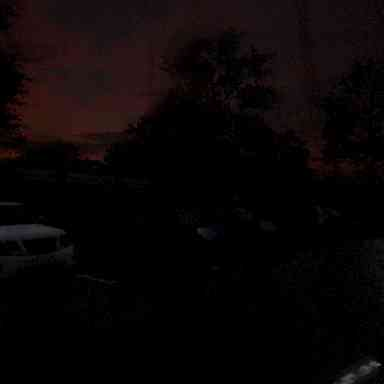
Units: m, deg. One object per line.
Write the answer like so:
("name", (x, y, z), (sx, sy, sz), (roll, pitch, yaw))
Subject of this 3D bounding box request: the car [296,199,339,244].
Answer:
("car", (4.264, 1.350, 16.019), (4.553, 1.767, 2.185), (-1, 0, 34))

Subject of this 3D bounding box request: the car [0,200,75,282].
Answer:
("car", (-5.579, 1.235, 9.009), (5.566, 2.045, 2.435), (-1, -1, 34))

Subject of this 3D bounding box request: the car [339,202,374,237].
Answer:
("car", (6.698, 1.474, 17.798), (4.892, 1.521, 2.231), (-1, -1, 34))

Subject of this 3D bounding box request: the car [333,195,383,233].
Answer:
("car", (9.133, 1.220, 19.556), (5.566, 2.045, 2.435), (-1, 0, 35))

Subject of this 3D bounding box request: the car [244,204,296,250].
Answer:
("car", (1.755, 1.353, 14.305), (4.553, 1.767, 2.185), (-1, -1, 34))

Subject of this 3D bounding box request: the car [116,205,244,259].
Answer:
("car", (-0.706, 1.356, 12.543), (4.553, 1.767, 2.185), (-1, -1, 35))
